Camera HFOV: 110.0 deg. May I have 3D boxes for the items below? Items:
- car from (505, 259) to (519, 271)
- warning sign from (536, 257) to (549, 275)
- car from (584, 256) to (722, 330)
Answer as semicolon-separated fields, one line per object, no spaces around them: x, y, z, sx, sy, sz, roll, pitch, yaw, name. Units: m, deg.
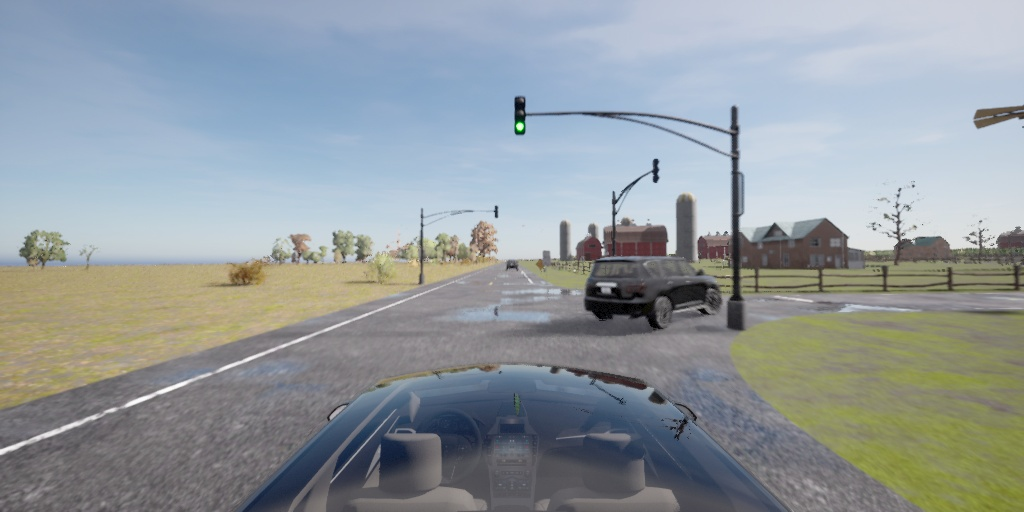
-0.017;1.619;64.293;2.150;2.045;5.566;0;-1;0;car
3.538;1.310;43.718;1.300;1.860;1.060;0;0;0;warning sign
4.716;1.019;11.743;5.566;2.045;2.150;-1;-1;-39;car
